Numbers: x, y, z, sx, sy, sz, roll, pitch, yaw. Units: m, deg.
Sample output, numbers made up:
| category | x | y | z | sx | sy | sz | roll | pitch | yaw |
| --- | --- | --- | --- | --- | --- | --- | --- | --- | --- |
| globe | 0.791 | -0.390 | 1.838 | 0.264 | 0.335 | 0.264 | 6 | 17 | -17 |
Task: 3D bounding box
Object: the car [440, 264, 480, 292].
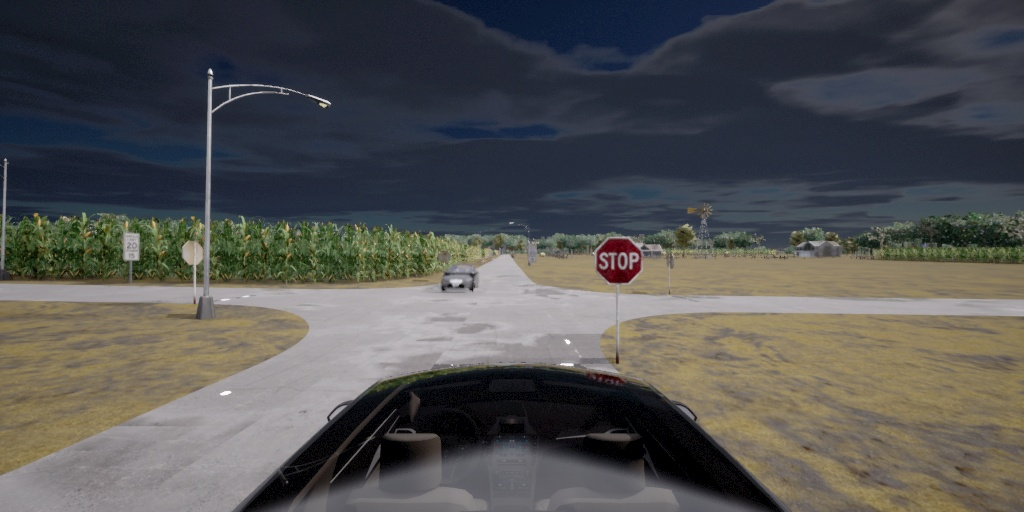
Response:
| category | x | y | z | sx | sy | sz | roll | pitch | yaw |
| --- | --- | --- | --- | --- | --- | --- | --- | --- | --- |
| car | -2.985 | 1.251 | 21.308 | 2.128 | 1.511 | 4.902 | 1 | 0 | -1 |
